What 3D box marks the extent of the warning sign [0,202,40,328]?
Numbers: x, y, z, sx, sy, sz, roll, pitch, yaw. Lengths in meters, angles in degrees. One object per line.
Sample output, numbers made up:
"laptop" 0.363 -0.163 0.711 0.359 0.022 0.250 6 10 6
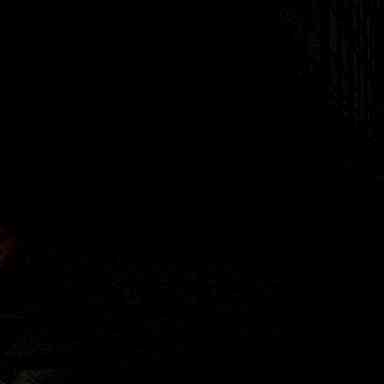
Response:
"warning sign" -3.335 1.119 5.281 1.060 1.860 1.300 0 0 35
